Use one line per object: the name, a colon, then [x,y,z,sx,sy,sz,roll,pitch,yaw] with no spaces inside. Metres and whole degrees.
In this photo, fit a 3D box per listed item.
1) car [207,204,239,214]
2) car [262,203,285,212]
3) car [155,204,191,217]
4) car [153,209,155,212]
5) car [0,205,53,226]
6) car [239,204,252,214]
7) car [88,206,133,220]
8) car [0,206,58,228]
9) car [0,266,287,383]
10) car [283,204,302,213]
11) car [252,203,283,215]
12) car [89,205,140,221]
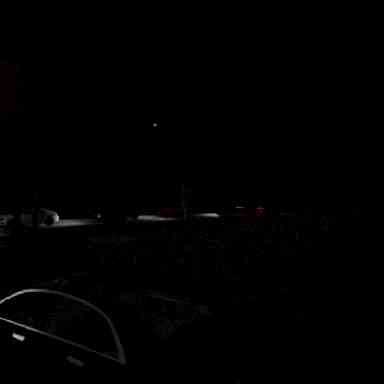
car: [4.392,2.507,49.415,2.033,1.411,5.357,0,-1,36]
car: [14.090,2.658,57.239,2.128,1.511,4.902,0,-1,36]
car: [-1.812,2.236,40.859,1.882,1.535,5.008,0,-1,36]
car: [-2.990,2.429,44.781,1.895,1.301,4.718,0,-1,36]
car: [-14.733,1.953,28.477,1.837,1.490,4.892,0,-1,36]
car: [8.240,2.466,49.022,2.128,1.511,4.902,0,-1,36]
car: [-8.882,2.237,36.607,1.895,1.301,4.718,0,-1,36]
car: [-12.693,1.933,25.715,1.812,1.442,4.674,0,-1,36]
car: [-1.179,1.566,3.807,4.403,1.369,2.008,0,0,36]
car: [16.729,2.709,55.340,1.994,1.385,4.181,0,-1,36]
car: [10.724,2.452,46.907,1.837,1.490,4.892,0,-1,36]
car: [-7.302,2.072,33.241,2.128,1.511,4.902,0,-1,36]
